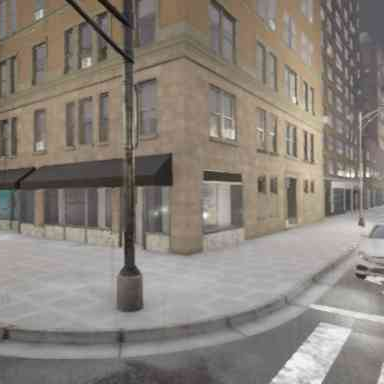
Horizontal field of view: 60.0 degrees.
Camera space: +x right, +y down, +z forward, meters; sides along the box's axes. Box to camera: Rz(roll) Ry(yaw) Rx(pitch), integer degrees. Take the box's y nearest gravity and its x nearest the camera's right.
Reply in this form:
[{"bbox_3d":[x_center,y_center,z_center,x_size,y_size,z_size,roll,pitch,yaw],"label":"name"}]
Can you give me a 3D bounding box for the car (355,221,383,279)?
[{"bbox_3d":[6.055,1.575,9.647,1.812,1.442,4.674,-1,-1,36],"label":"car"}]
